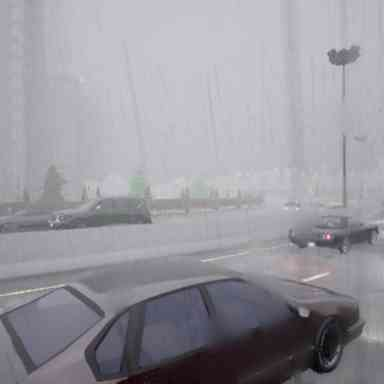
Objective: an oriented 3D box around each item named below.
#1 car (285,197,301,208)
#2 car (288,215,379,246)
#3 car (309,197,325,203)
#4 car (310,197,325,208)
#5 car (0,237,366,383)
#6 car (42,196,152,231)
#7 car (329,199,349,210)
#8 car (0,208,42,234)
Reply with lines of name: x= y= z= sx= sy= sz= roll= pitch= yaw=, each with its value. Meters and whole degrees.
car: x=16.084 y=1.536 z=52.704 sx=2.097 sy=1.767 sz=4.553 roll=0 pitch=-1 yaw=23
car: x=5.940 y=1.604 z=13.594 sx=4.718 sy=1.301 sz=1.895 roll=0 pitch=0 yaw=-43
car: x=29.597 y=1.850 z=78.973 sx=2.128 sy=1.511 sz=4.902 roll=-1 pitch=0 yaw=4
car: x=19.085 y=1.680 z=50.797 sx=1.812 sy=1.442 sz=4.674 roll=0 pitch=0 yaw=24
car: x=-0.128 y=1.555 z=3.829 sx=5.357 sy=1.411 sz=2.033 roll=0 pitch=0 yaw=-37
car: x=-4.837 y=1.276 z=18.241 sx=5.566 sy=2.045 sz=2.150 roll=0 pitch=0 yaw=-41
car: x=18.086 y=1.561 z=40.894 sx=1.882 sy=1.535 sz=5.008 roll=0 pitch=-1 yaw=29
car: x=-9.342 y=1.635 z=19.109 sx=4.181 sy=1.385 sz=1.994 roll=0 pitch=0 yaw=-39
